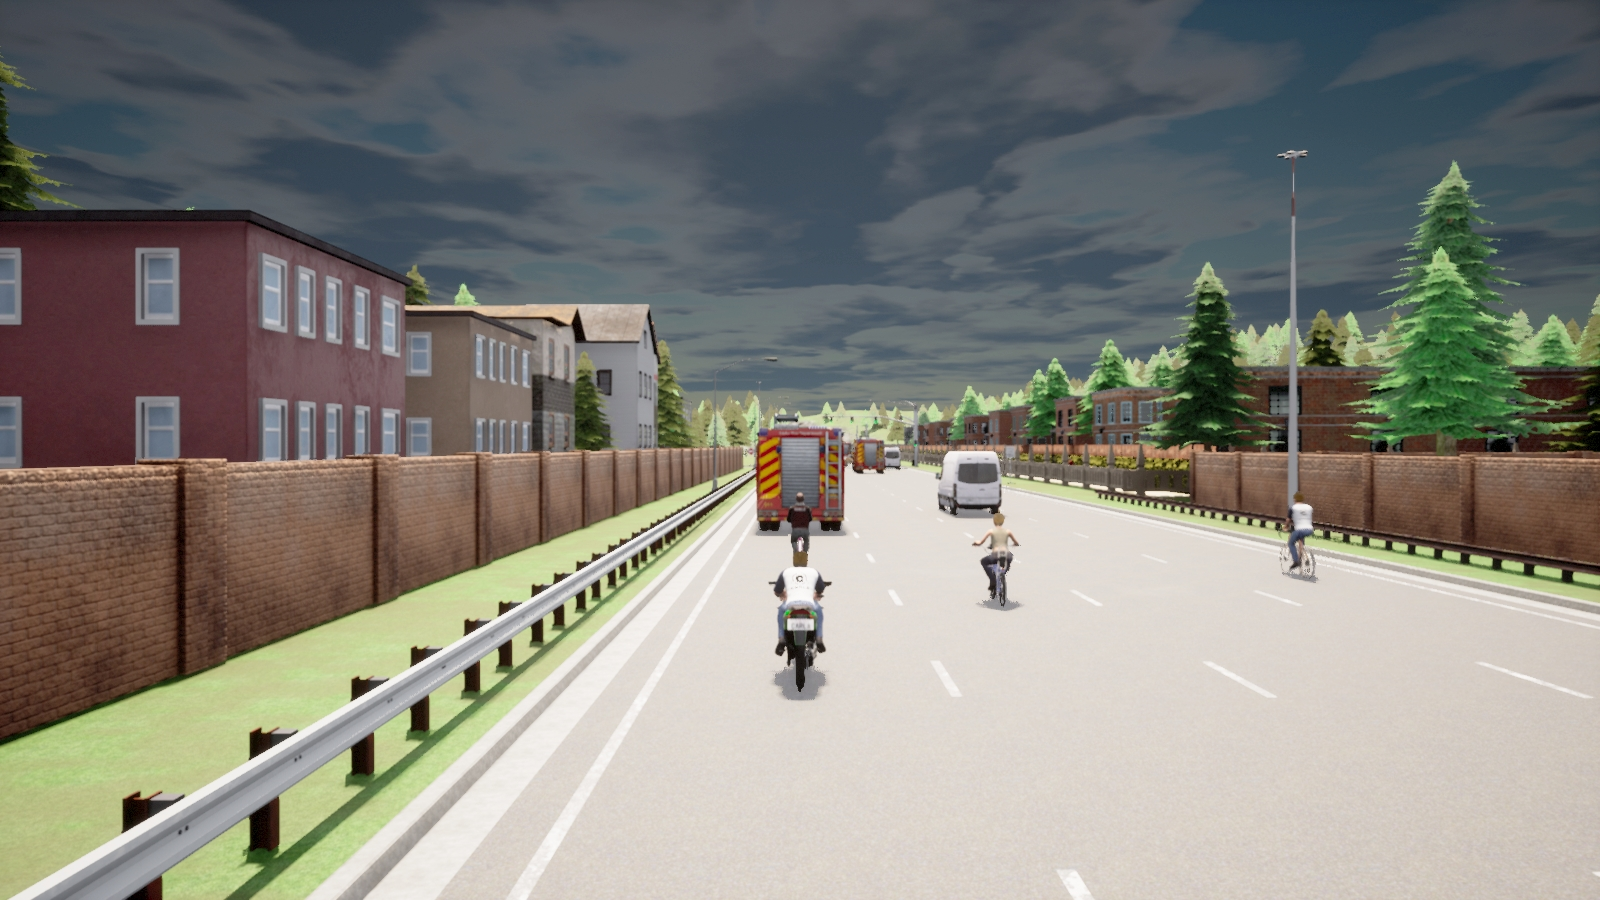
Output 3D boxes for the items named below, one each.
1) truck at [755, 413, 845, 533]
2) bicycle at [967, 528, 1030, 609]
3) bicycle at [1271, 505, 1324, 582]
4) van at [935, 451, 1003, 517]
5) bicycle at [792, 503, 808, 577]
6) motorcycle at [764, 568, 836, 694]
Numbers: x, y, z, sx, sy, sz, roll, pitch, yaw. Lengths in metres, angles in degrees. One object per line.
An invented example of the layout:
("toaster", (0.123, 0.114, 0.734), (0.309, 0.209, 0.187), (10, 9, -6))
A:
("truck", (0.001, 0.722, 40.931), (2.891, 3.827, 8.468), (0, 0, 0))
("bicycle", (3.503, 2.071, 20.254), (0.859, 1.277, 1.487), (0, 0, 0))
("bicycle", (10.543, 1.954, 24.264), (0.373, 1.496, 1.643), (0, 0, -1))
("van", (7.003, 1.338, 47.871), (1.988, 2.561, 5.915), (0, 0, 0))
("bicycle", (-0.004, 1.954, 25.097), (0.329, 1.471, 1.835), (0, 1, 0))
("motorcycle", (0.002, 2.125, 13.748), (0.803, 1.199, 2.033), (0, 0, 0))
